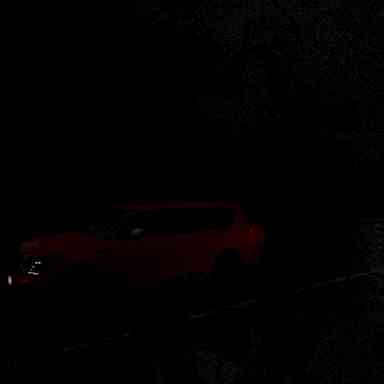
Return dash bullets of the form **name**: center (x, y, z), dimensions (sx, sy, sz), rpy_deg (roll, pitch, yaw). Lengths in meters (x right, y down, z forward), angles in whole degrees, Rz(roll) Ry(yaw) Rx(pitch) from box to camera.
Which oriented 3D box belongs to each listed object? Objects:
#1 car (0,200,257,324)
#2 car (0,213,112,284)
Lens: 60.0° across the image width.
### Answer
- **car**: center (-0.986, 1.234, 7.542), dimensions (5.566, 2.045, 2.150), rpy_deg (0, 0, -35)
- **car**: center (-4.936, 1.479, 9.032), dimensions (5.008, 1.535, 1.882), rpy_deg (0, 0, -35)
